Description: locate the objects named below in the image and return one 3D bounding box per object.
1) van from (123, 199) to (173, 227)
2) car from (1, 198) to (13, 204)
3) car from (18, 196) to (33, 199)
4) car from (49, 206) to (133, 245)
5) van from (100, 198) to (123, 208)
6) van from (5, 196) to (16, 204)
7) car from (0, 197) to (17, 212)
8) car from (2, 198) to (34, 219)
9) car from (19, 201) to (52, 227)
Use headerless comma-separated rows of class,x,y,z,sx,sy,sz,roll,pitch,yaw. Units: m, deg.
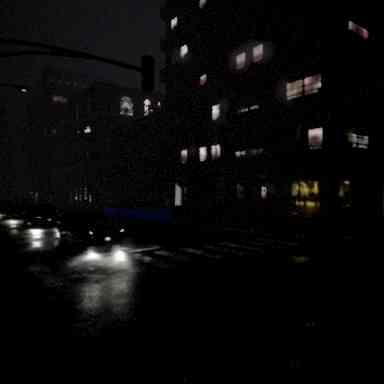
van,-2.931,1.375,22.992,1.690,1.788,3.998,-2,1,-36
car,-45.251,2.149,81.241,1.887,1.381,4.507,-2,1,-36
car,-28.976,1.818,58.838,1.967,1.590,4.097,-2,1,-36
car,-5.089,1.601,16.144,2.033,1.411,5.357,-1,0,-36
van,-6.186,1.417,27.473,1.690,1.788,3.998,-2,1,-36
van,-42.001,1.900,76.759,1.690,1.788,3.998,-2,1,-36
car,-23.052,1.765,40.948,1.882,1.535,5.008,-1,0,-35
car,-16.574,1.679,31.967,1.882,1.535,5.008,-1,0,-36
car,-10.957,1.634,24.219,1.837,1.490,4.892,-1,0,-36
